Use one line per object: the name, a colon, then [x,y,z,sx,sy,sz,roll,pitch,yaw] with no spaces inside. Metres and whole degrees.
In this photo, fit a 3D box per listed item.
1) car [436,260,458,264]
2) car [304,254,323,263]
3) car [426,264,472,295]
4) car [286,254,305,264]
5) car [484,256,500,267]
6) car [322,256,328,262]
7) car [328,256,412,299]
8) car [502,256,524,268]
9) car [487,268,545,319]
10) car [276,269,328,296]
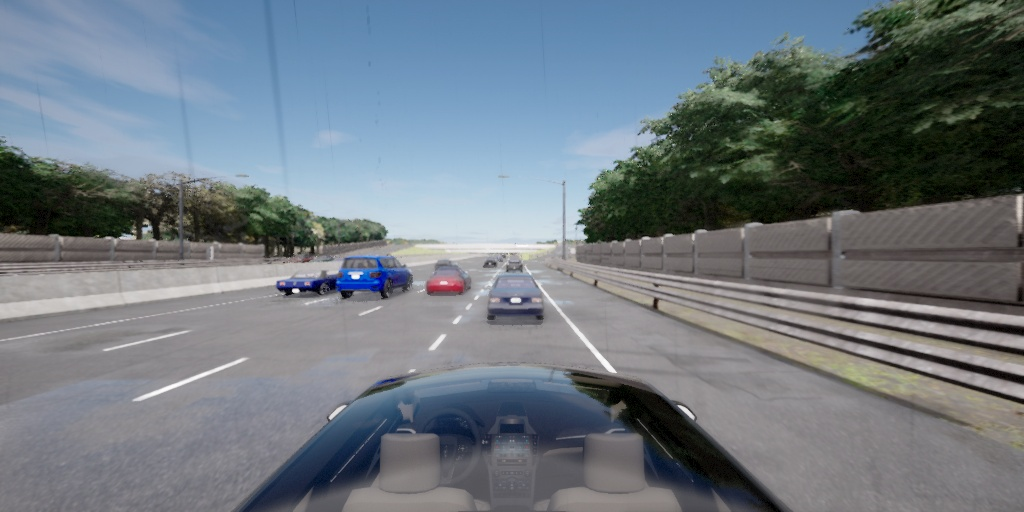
car: [-6.747,1.105,36.827,1.837,1.490,4.892,0,1,0]
car: [-27.705,0.774,52.594,2.097,1.767,4.553,0,1,1]
car: [-3.451,1.328,20.170,1.994,1.385,4.181,0,0,0]
car: [-31.196,0.492,53.111,2.097,1.767,4.553,0,1,1]
car: [-3.175,0.927,54.699,1.812,1.442,4.674,0,1,1]
car: [-24.234,0.988,51.148,2.033,1.411,5.357,0,1,1]
car: [-6.858,0.992,18.434,2.150,2.045,5.566,0,0,0]
car: [0.285,1.048,40.689,2.128,1.511,4.902,0,1,0]
car: [0.124,1.332,12.903,2.033,1.411,5.357,0,0,0]
car: [-10.354,1.366,19.407,1.895,1.301,4.718,0,0,0]
